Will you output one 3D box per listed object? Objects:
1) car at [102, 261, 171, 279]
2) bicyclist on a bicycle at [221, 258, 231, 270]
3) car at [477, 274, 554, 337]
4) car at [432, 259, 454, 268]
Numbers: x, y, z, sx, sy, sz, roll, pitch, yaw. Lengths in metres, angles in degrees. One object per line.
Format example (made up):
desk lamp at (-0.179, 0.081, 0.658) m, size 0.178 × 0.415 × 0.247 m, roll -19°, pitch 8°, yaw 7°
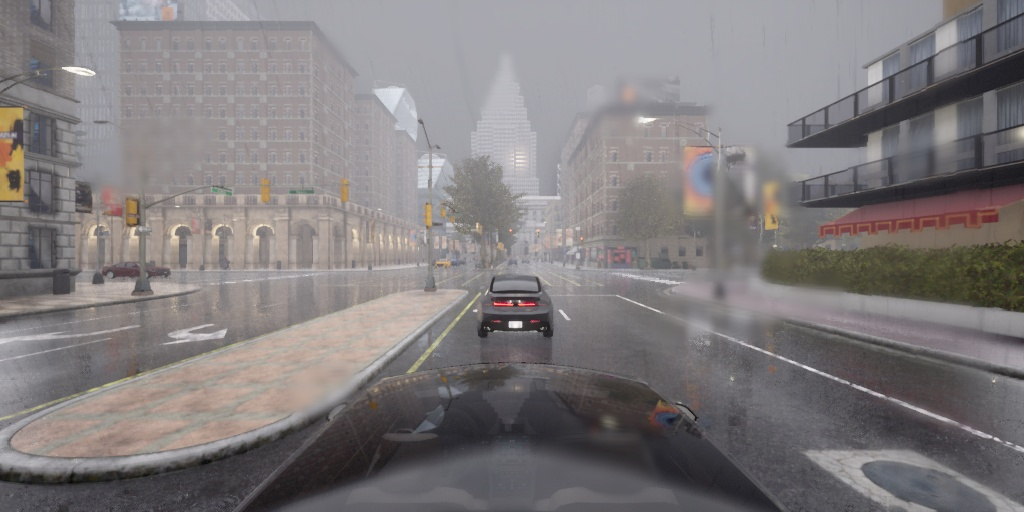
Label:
car at (-33.648, 1.227, 32.230) m, size 5.008 × 1.535 × 1.882 m, roll 0°, pitch 0°, yaw 0°
bicyclist on a bicycle at (-37.195, 1.049, 46.688) m, size 0.582 × 1.620 × 1.656 m, roll 0°, pitch 0°, yaw 0°
car at (0.097, 1.255, 10.269) m, size 1.837 × 1.490 × 4.892 m, roll 0°, pitch 0°, yaw 0°
car at (-11.440, 1.226, 59.601) m, size 1.882 × 1.535 × 5.008 m, roll 0°, pitch 0°, yaw 0°
